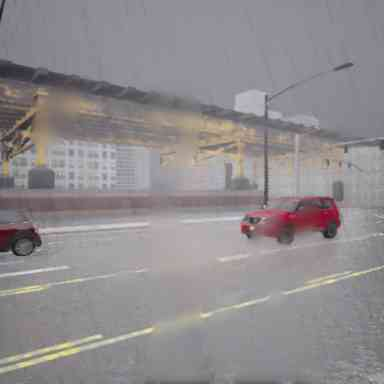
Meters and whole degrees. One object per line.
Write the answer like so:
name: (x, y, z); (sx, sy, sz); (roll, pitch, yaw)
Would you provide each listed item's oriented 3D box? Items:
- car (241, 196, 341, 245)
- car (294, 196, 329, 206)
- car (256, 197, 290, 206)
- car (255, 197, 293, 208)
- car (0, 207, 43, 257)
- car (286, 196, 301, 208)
car: (4.880, 1.230, 15.946); (5.566, 2.045, 2.150); (0, 0, -35)
car: (19.009, 1.458, 53.003); (4.974, 1.542, 2.038); (0, 0, -7)
car: (11.301, 1.299, 46.567); (4.536, 1.218, 1.853); (0, 0, 8)
car: (11.352, 1.457, 46.560); (4.974, 1.542, 2.038); (0, 0, 8)
car: (-7.686, 1.351, 11.375); (4.553, 1.767, 2.097); (0, 0, -35)
car: (15.098, 1.458, 49.244); (2.038, 1.542, 4.974); (0, 0, 18)
